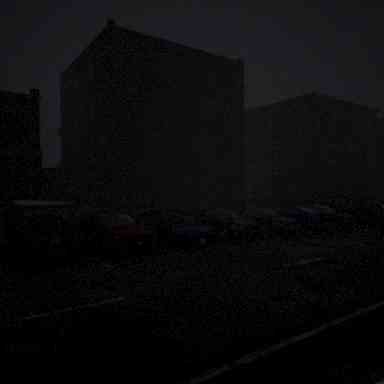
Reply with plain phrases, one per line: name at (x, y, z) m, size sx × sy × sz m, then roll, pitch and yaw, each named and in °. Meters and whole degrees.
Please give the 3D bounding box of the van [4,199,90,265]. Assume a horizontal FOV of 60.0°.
van at (-5.419, 1.257, 11.876) m, size 1.878 × 1.987 × 4.442 m, roll 0°, pitch 0°, yaw -36°

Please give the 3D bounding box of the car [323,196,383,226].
car at (10.166, 1.271, 23.044) m, size 2.435 × 2.045 × 5.566 m, roll 0°, pitch 0°, yaw -36°

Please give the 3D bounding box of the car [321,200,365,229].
car at (7.946, 1.506, 21.408) m, size 2.097 × 1.535 × 5.008 m, roll 0°, pitch 0°, yaw -36°

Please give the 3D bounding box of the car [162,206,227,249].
car at (-0.966, 1.506, 14.918) m, size 2.163 × 1.488 × 4.792 m, roll 0°, pitch 0°, yaw -36°

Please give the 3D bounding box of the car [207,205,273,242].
car at (1.245, 1.479, 16.563) m, size 2.231 × 1.521 × 4.892 m, roll 0°, pitch 0°, yaw -36°

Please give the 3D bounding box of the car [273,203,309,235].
car at (3.479, 1.485, 18.178) m, size 2.231 × 1.521 × 4.892 m, roll 0°, pitch 0°, yaw -36°

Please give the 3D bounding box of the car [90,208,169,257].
car at (-3.219, 1.478, 13.332) m, size 2.097 × 1.535 × 5.008 m, roll 0°, pitch 0°, yaw -36°

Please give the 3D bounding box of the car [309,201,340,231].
car at (5.719, 1.493, 19.785) m, size 2.097 × 1.535 × 5.008 m, roll 0°, pitch 0°, yaw -36°
